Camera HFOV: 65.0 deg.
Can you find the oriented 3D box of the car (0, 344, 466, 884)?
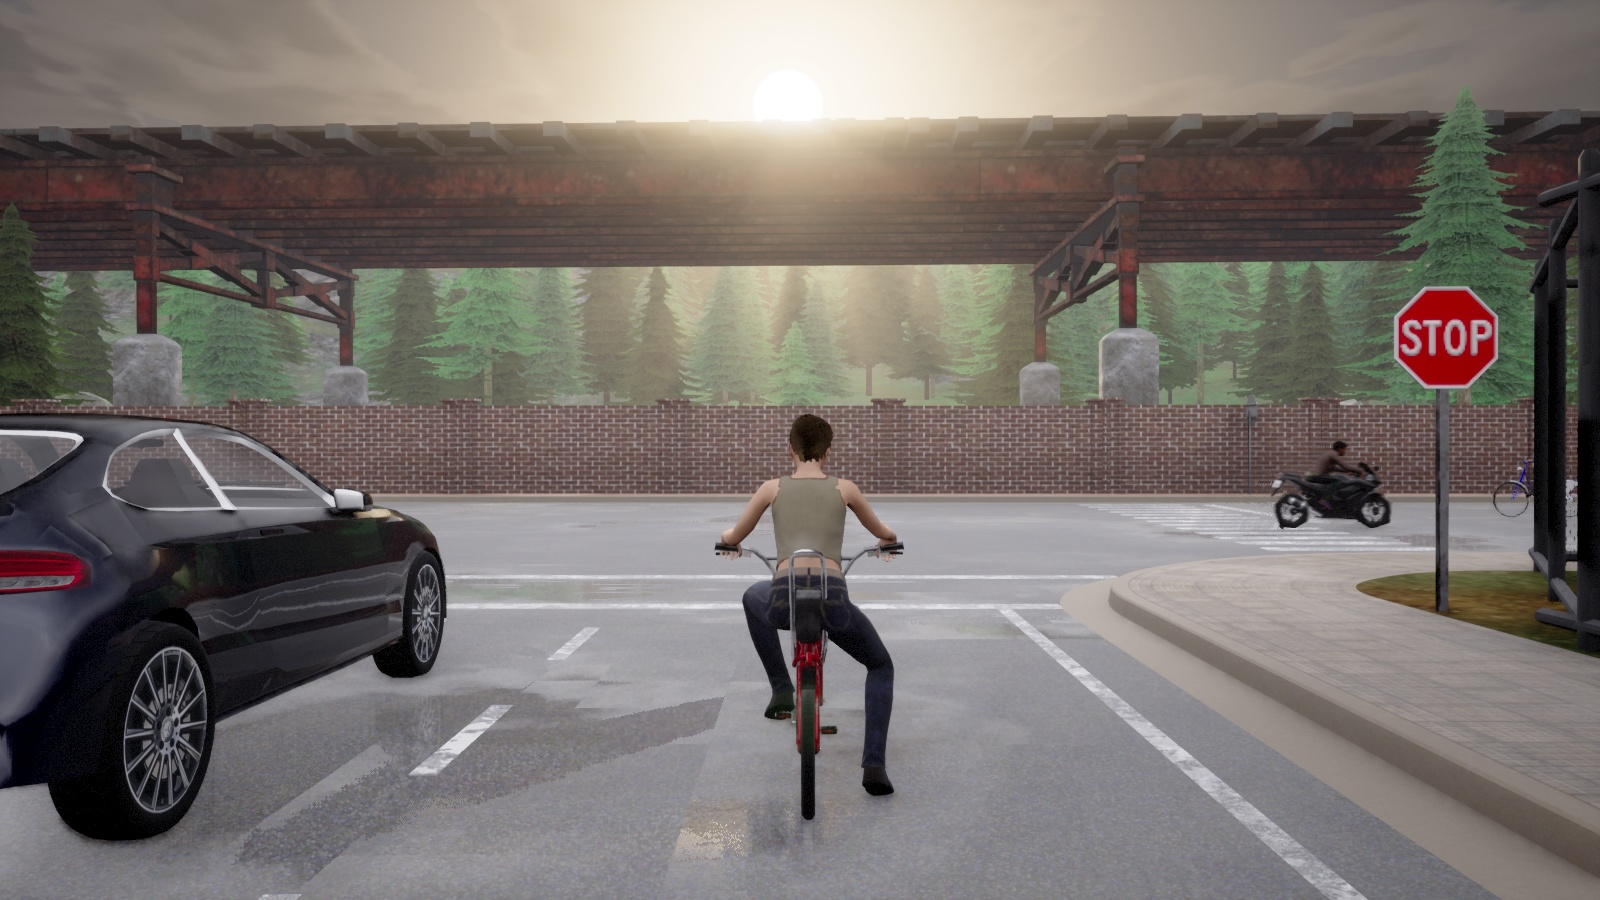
[{"bbox_3d":[-3.448,0.486,6.353,2.152,1.651,5.027,0,0,0],"label":"car"}]

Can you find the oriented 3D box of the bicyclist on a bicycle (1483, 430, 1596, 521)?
[{"bbox_3d":[14.642,0.488,24.896,1.843,1.776,0.659,0,0,1],"label":"bicyclist on a bicycle"}]

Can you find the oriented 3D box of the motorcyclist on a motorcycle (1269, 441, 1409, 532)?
[{"bbox_3d":[9.195,0.614,21.488,2.044,1.523,0.797,0,0,1],"label":"motorcyclist on a motorcycle"}]

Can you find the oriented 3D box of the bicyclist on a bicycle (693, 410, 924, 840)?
[{"bbox_3d":[0.039,0.652,5.464,0.866,1.612,1.509,0,0,1],"label":"bicyclist on a bicycle"}]
